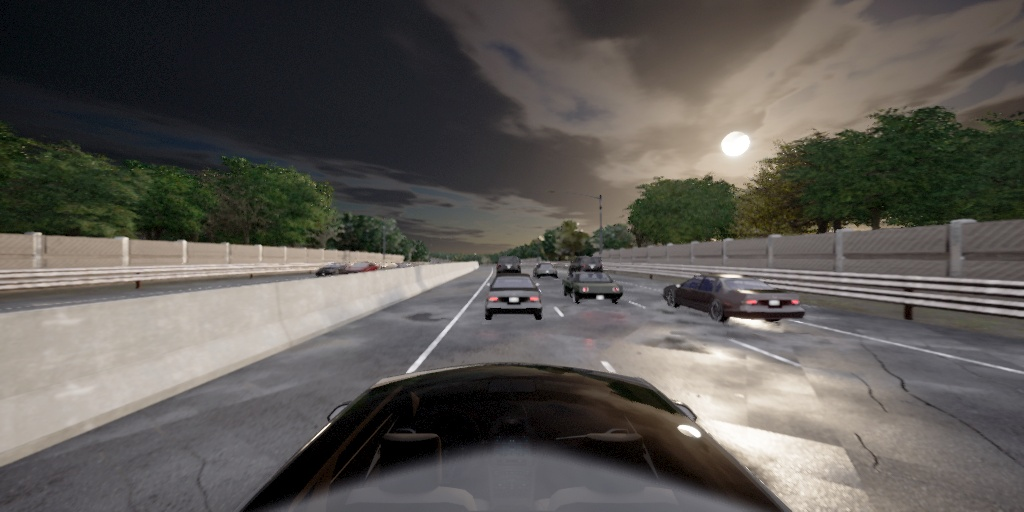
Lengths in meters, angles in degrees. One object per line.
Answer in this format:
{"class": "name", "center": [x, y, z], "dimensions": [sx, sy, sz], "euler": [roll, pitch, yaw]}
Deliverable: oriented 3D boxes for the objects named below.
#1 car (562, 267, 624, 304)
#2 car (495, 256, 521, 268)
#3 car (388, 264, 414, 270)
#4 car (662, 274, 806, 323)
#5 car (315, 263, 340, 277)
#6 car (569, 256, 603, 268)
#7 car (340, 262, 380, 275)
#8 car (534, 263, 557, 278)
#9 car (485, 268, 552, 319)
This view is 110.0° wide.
{"class": "car", "center": [3.491, 1.368, 16.511], "dimensions": [1.895, 1.301, 4.718], "euler": [0, 0, -1]}
{"class": "car", "center": [-0.333, 1.035, 32.822], "dimensions": [2.150, 2.045, 5.566], "euler": [0, 0, -2]}
{"class": "car", "center": [-11.140, 1.453, 36.579], "dimensions": [1.895, 1.301, 4.718], "euler": [0, -1, -2]}
{"class": "car", "center": [7.043, 1.308, 12.168], "dimensions": [2.033, 1.411, 5.357], "euler": [0, 0, -1]}
{"class": "car", "center": [-18.155, 1.408, 37.045], "dimensions": [2.033, 1.411, 5.357], "euler": [0, -1, -2]}
{"class": "car", "center": [6.670, 1.032, 32.802], "dimensions": [2.150, 2.045, 5.566], "euler": [0, 0, -2]}
{"class": "car", "center": [-14.599, 1.319, 35.162], "dimensions": [1.882, 1.535, 5.008], "euler": [0, -1, -2]}
{"class": "car", "center": [3.124, 1.386, 34.234], "dimensions": [1.994, 1.385, 4.181], "euler": [0, 0, -2]}
{"class": "car", "center": [0.040, 1.311, 12.841], "dimensions": [2.033, 1.411, 5.357], "euler": [0, 0, 0]}
